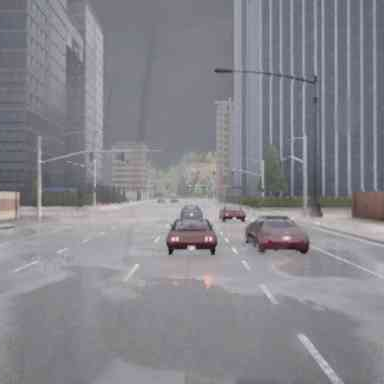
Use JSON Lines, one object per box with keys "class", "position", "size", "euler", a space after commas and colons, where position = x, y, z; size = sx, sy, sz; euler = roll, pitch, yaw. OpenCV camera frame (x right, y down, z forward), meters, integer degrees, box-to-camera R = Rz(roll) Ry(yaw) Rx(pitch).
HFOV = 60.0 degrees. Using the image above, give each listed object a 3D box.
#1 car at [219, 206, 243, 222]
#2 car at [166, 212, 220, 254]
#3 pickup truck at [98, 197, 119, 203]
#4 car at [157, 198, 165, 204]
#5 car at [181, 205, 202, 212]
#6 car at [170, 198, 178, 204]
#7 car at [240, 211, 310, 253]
{"class": "car", "position": [3.463, 1.877, 29.169], "size": [1.895, 1.301, 4.718], "euler": [0, -1, 0]}
{"class": "car", "position": [-0.005, 1.735, 14.109], "size": [1.895, 1.301, 4.718], "euler": [0, -1, 0]}
{"class": "pickup truck", "position": [-21.328, 1.872, 86.049], "size": [2.390, 2.098, 6.274], "euler": [0, -1, 30]}
{"class": "car", "position": [-8.246, 2.334, 88.559], "size": [1.837, 1.490, 4.892], "euler": [0, -1, -1]}
{"class": "car", "position": [-0.054, 1.843, 29.341], "size": [1.994, 1.385, 4.181], "euler": [0, 0, -1]}
{"class": "car", "position": [-4.747, 2.388, 88.615], "size": [1.994, 1.385, 4.181], "euler": [0, -1, -1]}
{"class": "car", "position": [3.500, 1.701, 14.323], "size": [1.994, 1.385, 4.181], "euler": [0, 0, 0]}
